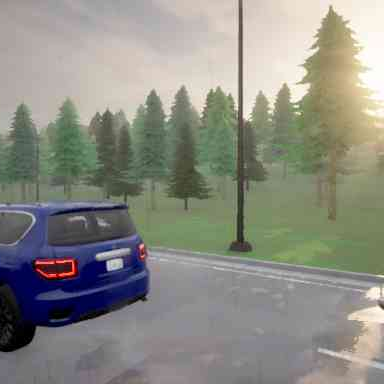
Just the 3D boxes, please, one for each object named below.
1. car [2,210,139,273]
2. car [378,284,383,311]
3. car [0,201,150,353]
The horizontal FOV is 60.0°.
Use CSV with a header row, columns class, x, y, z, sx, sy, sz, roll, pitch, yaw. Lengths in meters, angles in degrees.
class,x,y,z,sx,sy,sz,roll,pitch,yaw
car,-4.298,1.478,11.343,5.008,1.535,1.882,0,0,35
car,5.245,1.601,4.490,4.718,1.301,1.895,0,0,36
car,-3.320,1.212,6.372,5.566,2.045,2.150,-2,-1,35
